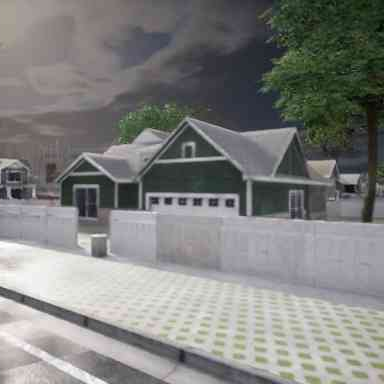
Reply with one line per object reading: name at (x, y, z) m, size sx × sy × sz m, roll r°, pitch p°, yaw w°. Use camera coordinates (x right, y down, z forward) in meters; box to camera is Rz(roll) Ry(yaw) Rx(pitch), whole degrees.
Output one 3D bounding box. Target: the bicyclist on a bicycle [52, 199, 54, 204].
bicyclist on a bicycle at (-14.032, 1.526, 33.685) m, size 1.656 × 1.620 × 0.582 m, roll 0°, pitch 0°, yaw 34°
